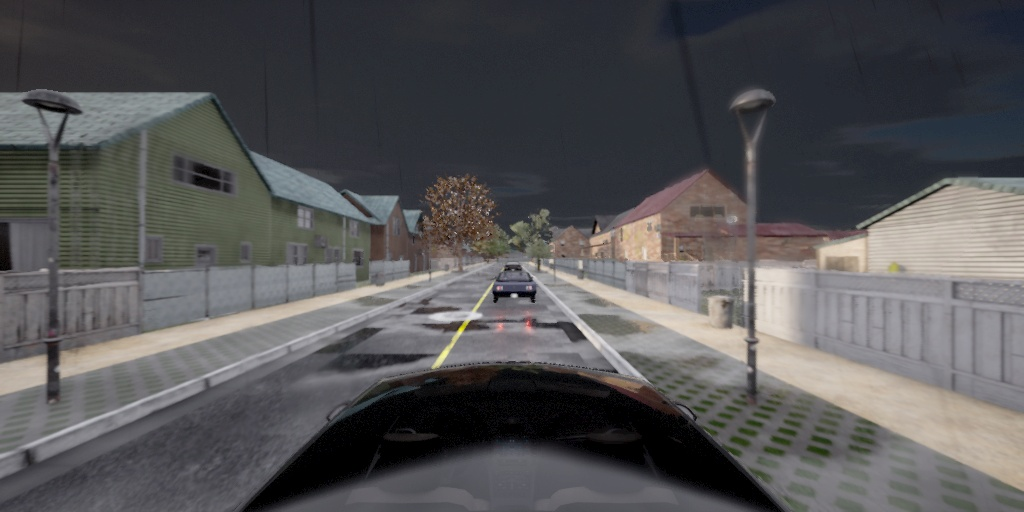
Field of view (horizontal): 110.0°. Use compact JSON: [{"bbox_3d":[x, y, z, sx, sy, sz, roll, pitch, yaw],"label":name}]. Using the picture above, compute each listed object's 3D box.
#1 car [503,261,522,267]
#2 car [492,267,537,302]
[{"bbox_3d":[0.105,1.244,38.637,1.882,1.535,5.008,0,0,0],"label":"car"},{"bbox_3d":[0.102,1.354,16.985,1.895,1.301,4.718,0,0,0],"label":"car"}]
